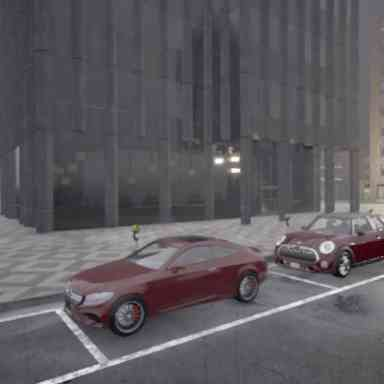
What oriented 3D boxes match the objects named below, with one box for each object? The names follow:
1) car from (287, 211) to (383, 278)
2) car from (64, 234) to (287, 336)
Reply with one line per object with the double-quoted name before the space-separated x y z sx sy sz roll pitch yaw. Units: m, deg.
"car" 4.310 1.372 9.828 4.097 1.590 1.967 -1 0 -35
"car" -0.285 1.556 6.558 4.206 1.307 1.802 -1 0 -35
